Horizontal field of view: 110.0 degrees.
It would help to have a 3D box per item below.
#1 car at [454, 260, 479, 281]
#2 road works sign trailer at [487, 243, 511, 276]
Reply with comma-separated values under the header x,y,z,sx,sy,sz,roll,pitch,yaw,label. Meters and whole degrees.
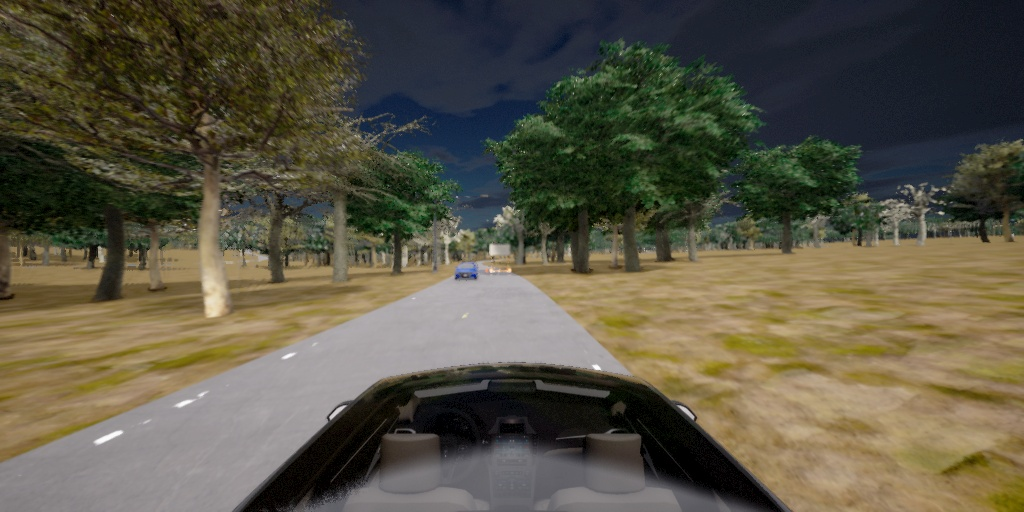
x,y,z,sx,sy,sz,roll,pitch,yaw,label
-3.913,1.315,31.467,1.882,1.535,5.008,0,-1,-3,car
-1.340,0.341,40.051,2.380,3.560,2.880,0,0,-5,road works sign trailer
